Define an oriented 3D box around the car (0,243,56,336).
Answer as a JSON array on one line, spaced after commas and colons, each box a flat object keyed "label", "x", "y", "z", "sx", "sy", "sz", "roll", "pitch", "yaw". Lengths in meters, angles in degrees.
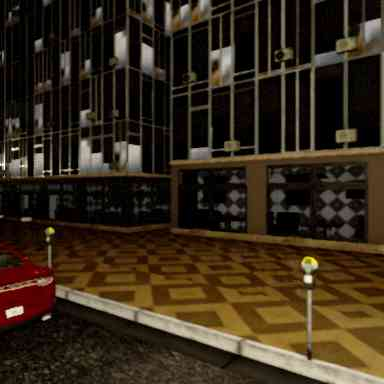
[{"label": "car", "x": -4.267, "y": 1.519, "z": 5.919, "sx": 4.507, "sy": 1.381, "sz": 1.887, "roll": 0, "pitch": 0, "yaw": 35}]
